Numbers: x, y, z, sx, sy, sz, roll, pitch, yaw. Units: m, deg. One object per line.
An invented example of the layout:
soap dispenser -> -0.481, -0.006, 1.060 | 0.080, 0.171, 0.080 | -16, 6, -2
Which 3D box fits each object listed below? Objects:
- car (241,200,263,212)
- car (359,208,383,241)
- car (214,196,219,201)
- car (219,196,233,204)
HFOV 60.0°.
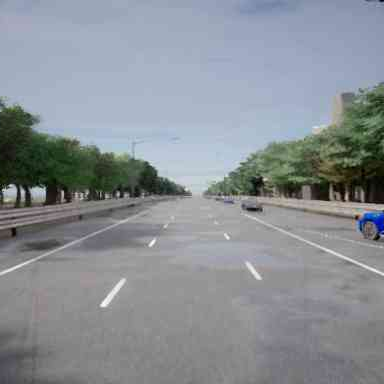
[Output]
car -> 7.030, 1.576, 39.368 | 1.994, 1.385, 4.181 | 0, 0, 0
car -> 9.543, 1.242, 13.750 | 2.150, 2.045, 5.566 | 0, 0, -12
car -> 7.147, 1.774, 90.068 | 1.994, 1.385, 4.181 | 0, -1, 0
car -> 7.042, 1.593, 65.943 | 2.033, 1.411, 5.357 | 0, 0, 0
